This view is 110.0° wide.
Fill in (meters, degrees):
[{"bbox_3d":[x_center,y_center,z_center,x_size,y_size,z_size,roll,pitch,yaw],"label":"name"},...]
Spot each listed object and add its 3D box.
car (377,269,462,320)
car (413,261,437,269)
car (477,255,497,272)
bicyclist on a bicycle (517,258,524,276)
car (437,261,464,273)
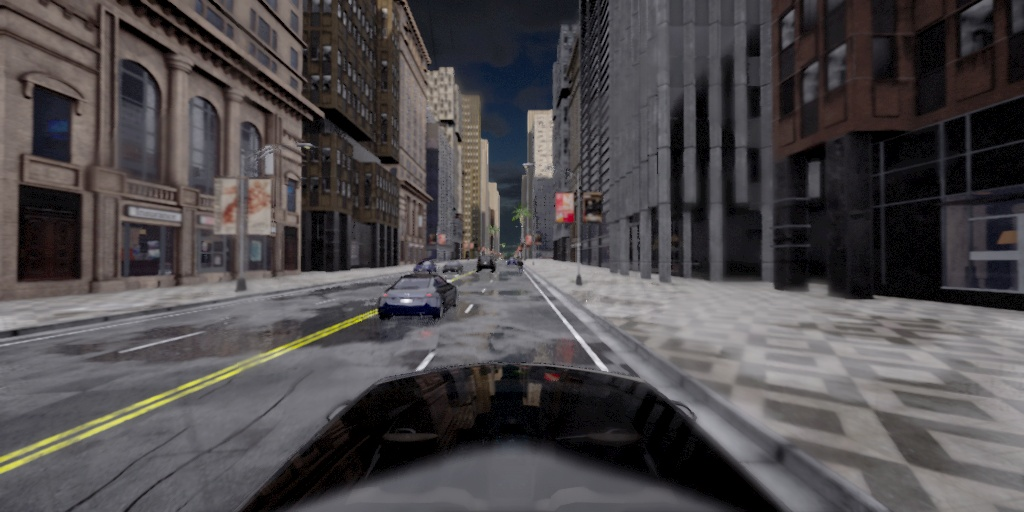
[{"bbox_3d":[-3.149,1.313,12.692,1.994,1.385,4.181,0,0,0],"label":"car"},{"bbox_3d":[-9.832,1.262,40.837,1.812,1.442,4.674,0,0,0],"label":"car"},{"bbox_3d":[-3.150,0.955,45.156,2.150,2.045,5.566,0,0,0],"label":"car"},{"bbox_3d":[0.895,1.111,34.880,0.659,1.776,1.843,0,0,0],"label":"bicyclist on a bicycle"},{"bbox_3d":[-6.585,1.284,40.441,2.033,1.411,5.357,0,0,0],"label":"car"}]
